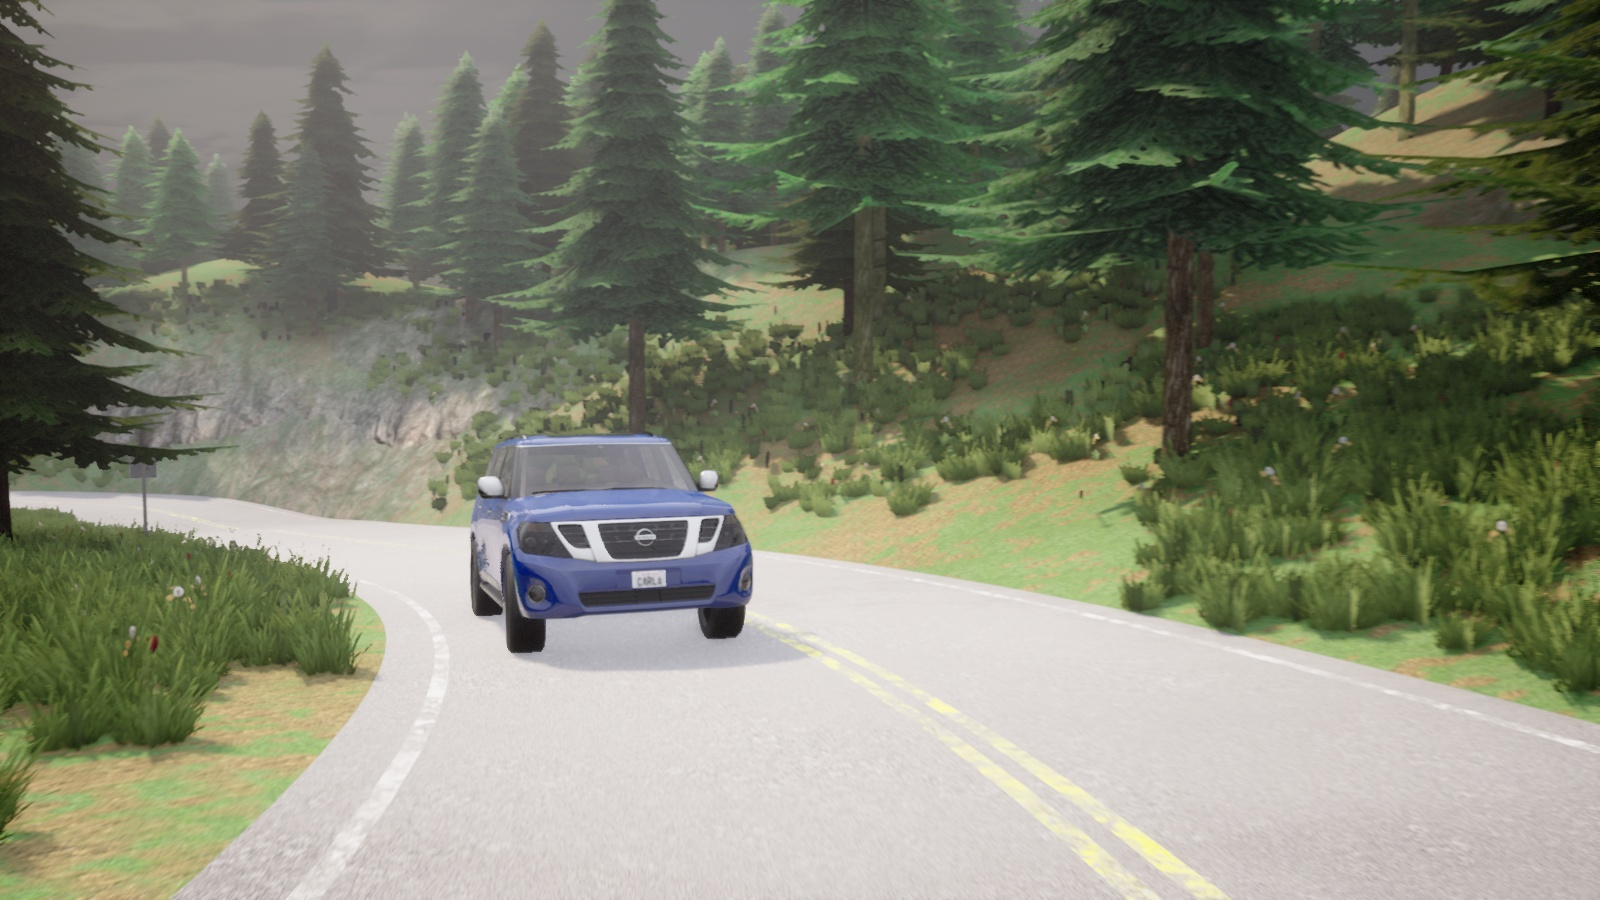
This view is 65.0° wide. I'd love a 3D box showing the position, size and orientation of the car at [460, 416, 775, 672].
[{"bbox_3d":[-2.206,0.836,13.232,2.150,2.045,5.566,-2,-1,-20],"label":"car"}]
